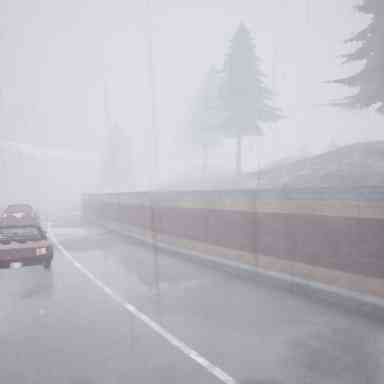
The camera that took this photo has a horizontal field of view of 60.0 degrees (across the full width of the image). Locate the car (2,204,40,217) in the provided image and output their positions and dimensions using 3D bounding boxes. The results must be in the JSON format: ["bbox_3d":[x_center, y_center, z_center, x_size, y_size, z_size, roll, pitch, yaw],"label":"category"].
[{"bbox_3d":[-11.815,1.585,23.119,2.097,1.767,4.553,0,0,-23],"label":"car"}]

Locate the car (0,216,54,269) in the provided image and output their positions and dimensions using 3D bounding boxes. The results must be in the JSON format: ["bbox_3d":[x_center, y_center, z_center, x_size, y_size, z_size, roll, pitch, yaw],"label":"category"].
[{"bbox_3d":[-5.801,1.713,10.963,1.895,1.301,4.718,0,0,-29],"label":"car"}]
